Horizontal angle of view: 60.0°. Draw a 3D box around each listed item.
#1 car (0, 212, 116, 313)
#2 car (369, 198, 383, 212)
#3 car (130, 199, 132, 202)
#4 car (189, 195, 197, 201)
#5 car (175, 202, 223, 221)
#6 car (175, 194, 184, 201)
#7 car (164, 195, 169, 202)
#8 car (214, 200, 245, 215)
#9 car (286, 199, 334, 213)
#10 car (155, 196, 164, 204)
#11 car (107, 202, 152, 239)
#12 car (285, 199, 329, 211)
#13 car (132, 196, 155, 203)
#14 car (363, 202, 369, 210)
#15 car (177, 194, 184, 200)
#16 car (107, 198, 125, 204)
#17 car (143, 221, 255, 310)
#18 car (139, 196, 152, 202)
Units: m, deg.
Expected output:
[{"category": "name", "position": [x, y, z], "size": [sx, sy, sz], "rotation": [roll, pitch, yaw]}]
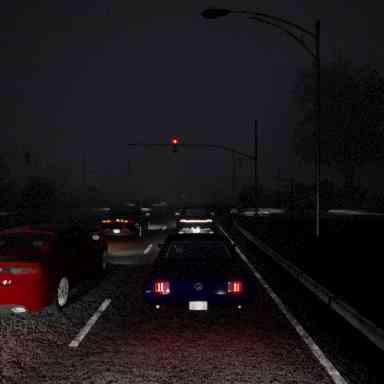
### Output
[{"category": "car", "position": [-3.382, 1.478, 7.774], "size": [1.882, 1.535, 5.008], "rotation": [0, 0, 0]}, {"category": "car", "position": [22.228, 1.470, 35.638], "size": [5.008, 1.535, 1.882], "rotation": [0, 0, 3]}, {"category": "car", "position": [-10.402, 1.547, 62.847], "size": [2.033, 1.411, 5.357], "rotation": [0, 0, 1]}, {"category": "car", "position": [0.210, 1.500, 84.637], "size": [1.837, 1.490, 4.892], "rotation": [0, 0, 0]}, {"category": "car", "position": [0.151, 1.491, 17.009], "size": [2.128, 1.511, 4.902], "rotation": [0, 0, -1]}, {"category": "car", "position": [-3.290, 1.532, 84.631], "size": [2.033, 1.411, 5.357], "rotation": [0, 0, 0]}, {"category": "car", "position": [-6.822, 1.595, 72.951], "size": [1.895, 1.301, 4.718], "rotation": [0, 0, 0]}, {"category": "car", "position": [3.299, 1.564, 33.880], "size": [4.181, 1.385, 1.994], "rotation": [0, 0, 21]}, {"category": "car", "position": [12.808, 1.491, 36.174], "size": [4.902, 1.511, 2.128], "rotation": [0, 0, 3]}, {"category": "car", "position": [-6.918, 1.478, 61.385], "size": [1.882, 1.535, 5.008], "rotation": [0, 0, 1]}, {"category": "car", "position": [-3.359, 1.505, 17.271], "size": [1.837, 1.490, 4.892], "rotation": [0, 0, 0]}, {"category": "car", "position": [13.677, 1.526, 39.628], "size": [4.674, 1.442, 1.812], "rotation": [0, 0, 5]}, {"category": "car", "position": [-6.979, 1.601, 47.883], "size": [1.895, 1.301, 4.718], "rotation": [0, 0, 0]}, {"category": "car", "position": [22.853, 1.484, 39.110], "size": [4.902, 1.511, 2.128], "rotation": [0, 0, 3]}, {"category": "car", "position": [-3.224, 1.328, 95.040], "size": [1.882, 1.535, 5.008], "rotation": [0, 0, 1]}, {"category": "car", "position": [-10.485, 1.525, 46.392], "size": [1.812, 1.442, 4.674], "rotation": [0, 0, 0]}, {"category": "car", "position": [0.118, 1.601, 7.747], "size": [1.895, 1.301, 4.718], "rotation": [0, 0, 0]}, {"category": "car", "position": [-10.319, 1.540, 74.164], "size": [2.033, 1.411, 5.357], "rotation": [0, 0, 0]}]
